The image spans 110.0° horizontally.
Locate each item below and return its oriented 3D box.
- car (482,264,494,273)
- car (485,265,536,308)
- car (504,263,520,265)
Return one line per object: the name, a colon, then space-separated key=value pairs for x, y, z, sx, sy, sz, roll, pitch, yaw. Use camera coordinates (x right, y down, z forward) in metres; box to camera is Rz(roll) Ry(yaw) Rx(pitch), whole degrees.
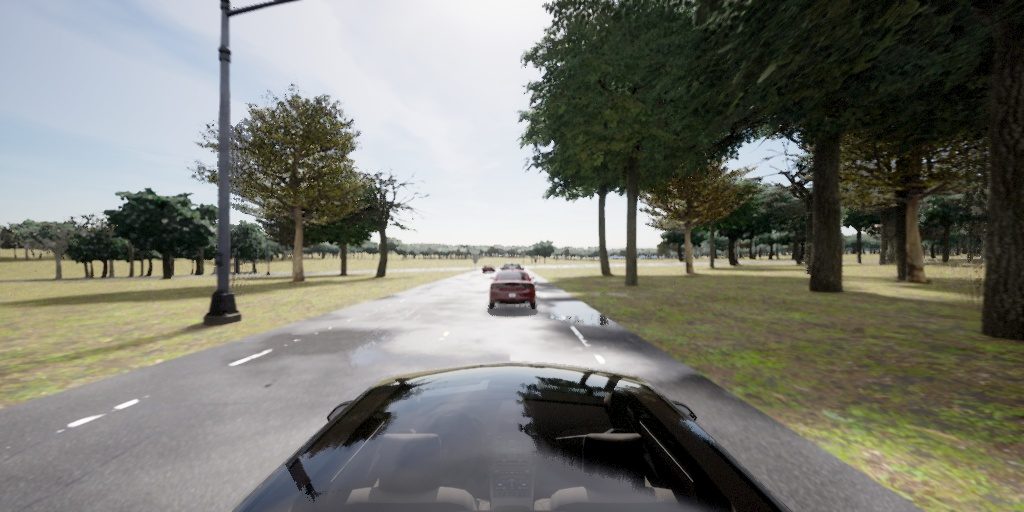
car: x=-3.525 y=1.907 z=54.114 sx=1.895 sy=1.301 sz=4.718 roll=0 pitch=-1 yaw=0
car: x=0.029 y=1.359 z=16.100 sx=1.882 sy=1.535 sz=5.008 roll=0 pitch=0 yaw=0
car: x=0.025 y=1.372 z=30.263 sx=2.097 sy=1.767 sz=4.553 roll=0 pitch=-1 yaw=0
